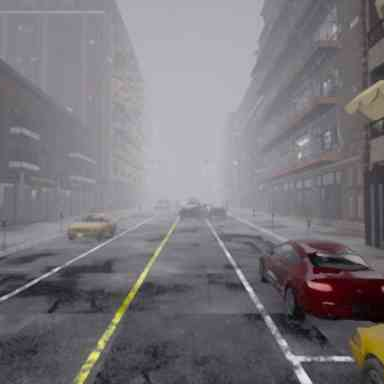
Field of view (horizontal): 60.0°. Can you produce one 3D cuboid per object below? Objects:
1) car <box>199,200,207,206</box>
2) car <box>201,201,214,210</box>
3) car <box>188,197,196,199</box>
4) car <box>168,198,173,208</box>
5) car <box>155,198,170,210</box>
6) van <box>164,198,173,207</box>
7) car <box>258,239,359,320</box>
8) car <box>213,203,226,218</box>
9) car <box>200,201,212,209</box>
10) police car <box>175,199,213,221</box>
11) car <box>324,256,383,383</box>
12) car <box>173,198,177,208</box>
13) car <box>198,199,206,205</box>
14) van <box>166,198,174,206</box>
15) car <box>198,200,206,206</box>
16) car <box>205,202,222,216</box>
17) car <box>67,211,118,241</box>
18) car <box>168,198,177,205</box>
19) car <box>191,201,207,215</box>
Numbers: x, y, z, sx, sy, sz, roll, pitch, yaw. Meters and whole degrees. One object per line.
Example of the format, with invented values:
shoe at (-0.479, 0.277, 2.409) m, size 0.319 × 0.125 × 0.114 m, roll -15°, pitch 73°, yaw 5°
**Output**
car at (2.612, 2.596, 79.063) m, size 1.887 × 1.381 × 4.507 m, roll 1°, pitch -1°, yaw 0°
car at (2.604, 2.271, 56.941) m, size 1.887 × 1.381 × 4.507 m, roll 1°, pitch -1°, yaw 0°
car at (0.024, 2.114, 67.237) m, size 2.150 × 2.045 × 5.566 m, roll 0°, pitch -1°, yaw 0°
car at (-5.268, 2.121, 62.542) m, size 2.192 × 1.841 × 5.009 m, roll 2°, pitch -1°, yaw 0°
car at (-5.275, 2.250, 56.838) m, size 1.752 × 1.417 × 4.829 m, roll 2°, pitch -1°, yaw 0°
van at (-5.265, 2.308, 73.599) m, size 1.690 × 1.788 × 3.998 m, roll 2°, pitch -1°, yaw 0°
car at (2.588, 1.666, 7.173) m, size 1.802 × 1.307 × 4.206 m, roll 1°, pitch -1°, yaw 0°
car at (2.597, 1.968, 34.821) m, size 1.887 × 1.381 × 4.507 m, roll 1°, pitch -1°, yaw 0°
car at (2.606, 2.356, 62.473) m, size 2.008 × 1.369 × 4.403 m, roll 1°, pitch -1°, yaw 0°
police car at (0.287, 1.810, 31.873) m, size 1.930 × 1.638 × 5.238 m, roll 0°, pitch -1°, yaw 15°
car at (2.587, 1.548, 1.815) m, size 1.752 × 1.417 × 4.829 m, roll 2°, pitch -1°, yaw 0°
car at (-2.752, 2.314, 64.668) m, size 1.882 × 1.535 × 5.008 m, roll 0°, pitch -1°, yaw 1°
car at (2.626, 2.664, 90.125) m, size 1.967 × 1.590 × 4.097 m, roll 1°, pitch -1°, yaw 0°
van at (-5.264, 2.393, 79.130) m, size 1.690 × 1.788 × 3.998 m, roll 1°, pitch -1°, yaw 0°
car at (2.614, 2.682, 84.592) m, size 1.887 × 1.381 × 4.507 m, roll 1°, pitch -1°, yaw 0°
car at (2.600, 2.024, 40.523) m, size 1.752 × 1.417 × 4.829 m, roll 1°, pitch -1°, yaw 0°
car at (-5.287, 1.738, 18.134) m, size 1.752 × 1.417 × 4.829 m, roll 2°, pitch -1°, yaw 0°
car at (-5.259, 2.540, 90.190) m, size 2.192 × 1.841 × 5.009 m, roll 1°, pitch -1°, yaw 0°
car at (0.840, 1.989, 41.490) m, size 1.882 × 1.535 × 5.008 m, roll 0°, pitch -1°, yaw 0°
